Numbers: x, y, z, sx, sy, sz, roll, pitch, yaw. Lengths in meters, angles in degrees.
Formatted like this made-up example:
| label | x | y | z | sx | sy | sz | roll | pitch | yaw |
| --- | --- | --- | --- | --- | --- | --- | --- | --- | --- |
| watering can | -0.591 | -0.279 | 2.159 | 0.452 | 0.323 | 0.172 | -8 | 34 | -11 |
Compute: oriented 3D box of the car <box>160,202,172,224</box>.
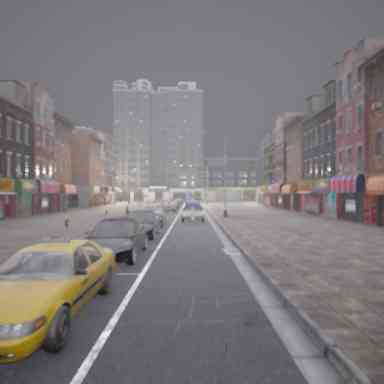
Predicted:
| label | x | y | z | sx | sy | sz | roll | pitch | yaw |
| --- | --- | --- | --- | --- | --- | --- | --- | --- | --- |
| car | -2.656 | 1.642 | 22.747 | 2.008 | 1.369 | 4.403 | 0 | 0 | 0 |

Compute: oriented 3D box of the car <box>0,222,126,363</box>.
| label | x | y | z | sx | sy | sz | roll | pitch | yaw |
| --- | --- | --- | --- | --- | --- | --- | --- | --- | --- |
| car | -2.644 | 1.551 | 6.221 | 1.752 | 1.417 | 4.829 | 0 | 0 | 0 |

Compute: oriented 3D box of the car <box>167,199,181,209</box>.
| label | x | y | z | sx | sy | sz | roll | pitch | yaw |
| --- | --- | --- | --- | --- | --- | --- | --- | --- | --- |
| car | -2.677 | 1.767 | 50.008 | 1.947 | 1.339 | 4.313 | 0 | 0 | 0 |

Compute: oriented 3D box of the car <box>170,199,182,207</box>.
| label | x | y | z | sx | sy | sz | roll | pitch | yaw |
| --- | --- | --- | --- | --- | --- | --- | --- | --- | --- |
| car | -2.681 | 1.805 | 55.460 | 1.802 | 1.307 | 4.206 | 0 | 0 | 0 |

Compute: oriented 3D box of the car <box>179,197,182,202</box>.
| label | x | y | z | sx | sy | sz | roll | pitch | yaw |
| --- | --- | --- | --- | --- | --- | --- | --- | --- | --- |
| car | -2.673 | 1.704 | 44.386 | 1.752 | 1.417 | 4.829 | 0 | 0 | 0 |

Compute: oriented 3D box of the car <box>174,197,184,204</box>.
| label | x | y | z | sx | sy | sz | roll | pitch | yaw |
| --- | --- | --- | --- | --- | --- | --- | --- | --- | --- |
| car | -2.693 | 1.854 | 71.816 | 1.947 | 1.339 | 4.313 | 0 | 0 | 0 |

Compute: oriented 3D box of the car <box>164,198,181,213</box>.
| label | x | y | z | sx | sy | sz | roll | pitch | yaw |
| --- | --- | --- | --- | --- | --- | --- | --- | --- | --- |
| car | -2.669 | 1.708 | 39.104 | 2.008 | 1.369 | 4.403 | 0 | 0 | 0 |

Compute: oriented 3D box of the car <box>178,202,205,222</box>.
| label | x | y | z | sx | sy | sz | roll | pitch | yaw |
| --- | --- | --- | --- | --- | --- | --- | --- | --- | --- |
| car | 0.077 | 1.710 | 27.251 | 1.895 | 1.301 | 4.718 | 0 | 0 | 0 |

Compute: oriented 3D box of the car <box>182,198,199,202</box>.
| label | x | y | z | sx | sy | sz | roll | pitch | yaw |
| --- | --- | --- | --- | --- | --- | --- | --- | --- | --- |
| car | 0.067 | 1.648 | 42.312 | 1.882 | 1.535 | 5.008 | 0 | 0 | 0 |

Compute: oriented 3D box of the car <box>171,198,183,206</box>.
| label | x | y | z | sx | sy | sz | roll | pitch | yaw |
| --- | --- | --- | --- | --- | --- | --- | --- | --- | --- |
| car | -2.685 | 1.811 | 60.912 | 1.947 | 1.339 | 4.313 | 0 | 0 | 0 |

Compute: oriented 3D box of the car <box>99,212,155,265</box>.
| label | x | y | z | sx | sy | sz | roll | pitch | yaw |
| --- | --- | --- | --- | --- | --- | --- | --- | --- | --- |
| car | -2.648 | 1.613 | 11.843 | 1.947 | 1.339 | 4.313 | 0 | 0 | 0 |

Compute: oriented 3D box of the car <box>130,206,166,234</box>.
| label | x | y | z | sx | sy | sz | roll | pitch | yaw |
| --- | --- | --- | --- | --- | --- | --- | --- | --- | --- |
| car | -2.652 | 1.635 | 17.295 | 1.947 | 1.339 | 4.313 | 0 | 0 | 0 |

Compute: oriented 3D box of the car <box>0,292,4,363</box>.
| label | x | y | z | sx | sy | sz | roll | pitch | yaw |
| --- | --- | --- | --- | --- | --- | --- | --- | --- | --- |
| car | -2.640 | 1.586 | 0.939 | 1.802 | 1.307 | 4.206 | 0 | 0 | 0 |
